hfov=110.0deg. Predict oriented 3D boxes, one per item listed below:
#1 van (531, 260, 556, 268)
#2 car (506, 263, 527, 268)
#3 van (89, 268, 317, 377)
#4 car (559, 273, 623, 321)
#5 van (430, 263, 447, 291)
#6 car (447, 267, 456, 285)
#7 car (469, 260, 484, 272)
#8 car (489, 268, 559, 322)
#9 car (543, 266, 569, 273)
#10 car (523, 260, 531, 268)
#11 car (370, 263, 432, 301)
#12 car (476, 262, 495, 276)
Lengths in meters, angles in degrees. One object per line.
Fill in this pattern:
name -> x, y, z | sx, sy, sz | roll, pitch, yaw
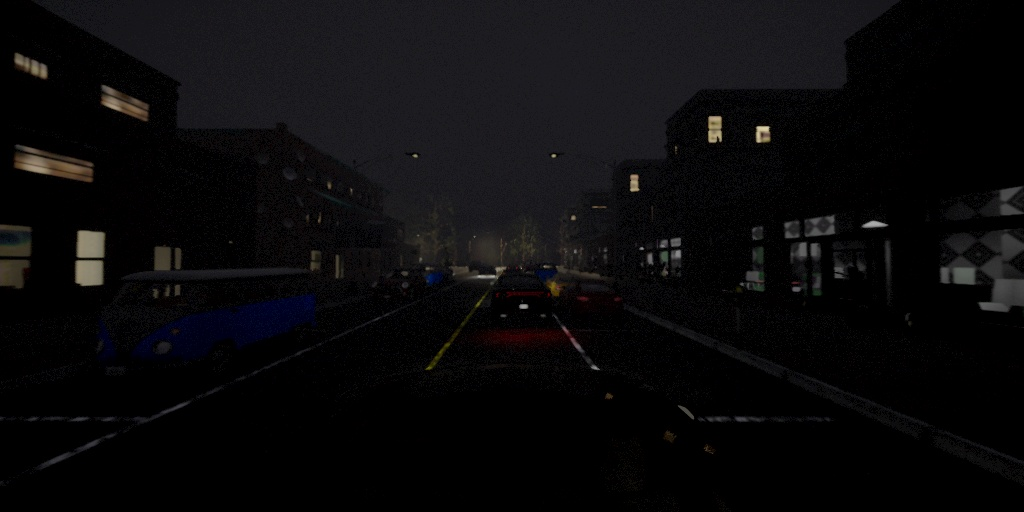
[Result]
van -> 2.694, 1.370, 29.419 | 1.690, 1.789, 3.998 | 0, 0, 0
car -> 0.103, 1.626, 32.695 | 1.994, 1.385, 4.181 | 0, -1, 0
van -> -5.689, 1.147, 7.235 | 1.690, 1.789, 3.998 | 0, 0, 0
car -> 2.692, 1.445, 12.790 | 1.802, 1.307, 4.207 | 0, 0, 0
van -> -5.687, 1.314, 23.863 | 1.690, 1.789, 3.998 | 0, 0, 0
car -> -5.687, 1.579, 29.407 | 2.007, 1.370, 4.403 | 0, 0, 0
car -> -5.684, 1.612, 57.122 | 2.192, 1.841, 5.009 | 0, 0, 0
car -> 0.236, 1.341, 12.832 | 1.882, 1.535, 5.008 | 0, -1, -2
car -> 2.693, 1.444, 18.502 | 1.751, 1.417, 4.829 | 0, 0, 0
car -> 2.696, 1.685, 51.591 | 1.967, 1.591, 4.097 | 0, 0, 0
car -> -5.688, 1.358, 18.321 | 1.967, 1.591, 4.097 | 0, 0, 0
car -> -3.004, 1.748, 45.108 | 1.994, 1.385, 4.181 | 0, -1, 0
